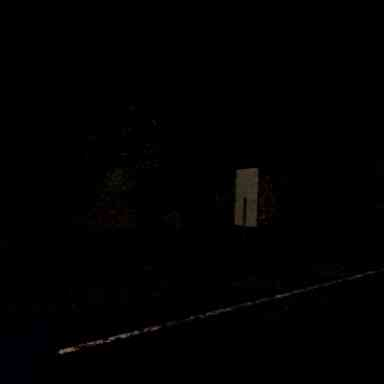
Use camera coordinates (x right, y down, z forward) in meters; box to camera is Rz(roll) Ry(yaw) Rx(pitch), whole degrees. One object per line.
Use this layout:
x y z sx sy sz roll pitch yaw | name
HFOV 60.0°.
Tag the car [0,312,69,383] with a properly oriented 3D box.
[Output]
-3.128 1.505 1.760 4.674 1.442 1.812 1 0 -35 | car
